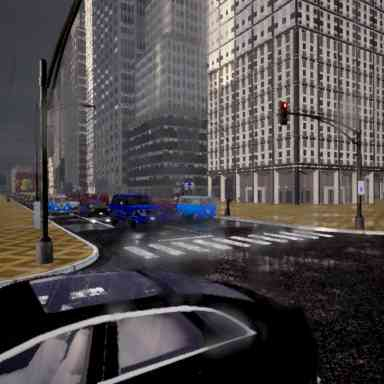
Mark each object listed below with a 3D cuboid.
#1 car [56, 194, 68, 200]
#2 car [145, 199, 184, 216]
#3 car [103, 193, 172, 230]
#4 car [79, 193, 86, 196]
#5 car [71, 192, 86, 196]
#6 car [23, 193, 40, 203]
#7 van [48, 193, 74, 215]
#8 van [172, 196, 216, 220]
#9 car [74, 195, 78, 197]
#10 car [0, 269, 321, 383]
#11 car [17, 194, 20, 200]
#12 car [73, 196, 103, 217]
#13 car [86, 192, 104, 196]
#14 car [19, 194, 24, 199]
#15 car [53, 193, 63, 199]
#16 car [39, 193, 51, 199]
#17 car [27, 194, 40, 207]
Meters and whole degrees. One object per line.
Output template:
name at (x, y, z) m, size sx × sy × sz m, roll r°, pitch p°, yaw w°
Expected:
car at (-30.843, 1.121, 78.702) m, size 2.008 × 1.369 × 4.403 m, roll 0°, pitch 0°, yaw -31°
car at (-2.642, 1.382, 31.029) m, size 1.887 × 1.381 × 4.507 m, roll 0°, pitch 0°, yaw -31°
car at (-3.648, 1.142, 21.292) m, size 2.150 × 2.045 × 5.566 m, roll -1°, pitch 1°, yaw -31°
car at (-16.752, 1.250, 54.858) m, size 1.887 × 1.381 × 4.507 m, roll 0°, pitch 0°, yaw -31°
car at (-19.571, 0.994, 59.626) m, size 2.192 × 1.841 × 5.009 m, roll 0°, pitch 0°, yaw -31°
car at (-23.966, 1.323, 50.594) m, size 2.008 × 1.369 × 4.403 m, roll 0°, pitch 0°, yaw -31°
van at (-12.693, 1.219, 31.519) m, size 1.690 × 1.788 × 3.998 m, roll 0°, pitch 0°, yaw -31°
van at (0.253, 1.203, 26.306) m, size 1.690 × 1.788 × 3.998 m, roll 0°, pitch 0°, yaw -31°
car at (-14.856, 1.417, 40.296) m, size 1.895 × 1.301 × 4.718 m, roll -1°, pitch 1°, yaw -30°
car at (-1.121, 1.492, 2.570) m, size 4.902 × 1.511 × 2.128 m, roll 0°, pitch 0°, yaw -32°
car at (-40.876, 1.192, 79.207) m, size 1.802 × 1.307 × 4.206 m, roll 0°, pitch 0°, yaw -31°
car at (-9.036, 1.418, 30.415) m, size 2.033 × 1.411 × 5.357 m, roll -1°, pitch 1°, yaw -31°
car at (-13.934, 1.047, 50.088) m, size 2.192 × 1.841 × 5.009 m, roll 0°, pitch 0°, yaw -31°
car at (-29.602, 1.300, 60.133) m, size 1.802 × 1.307 × 4.206 m, roll 0°, pitch 0°, yaw -31°
car at (-33.748, 1.068, 83.617) m, size 1.752 × 1.417 × 4.829 m, roll 0°, pitch 0°, yaw -31°
car at (-37.387, 1.070, 84.481) m, size 2.128 × 1.511 × 4.902 m, roll -1°, pitch 1°, yaw -31°
car at (-21.148, 1.365, 45.826) m, size 1.947 × 1.339 × 4.313 m, roll 0°, pitch 0°, yaw -31°
